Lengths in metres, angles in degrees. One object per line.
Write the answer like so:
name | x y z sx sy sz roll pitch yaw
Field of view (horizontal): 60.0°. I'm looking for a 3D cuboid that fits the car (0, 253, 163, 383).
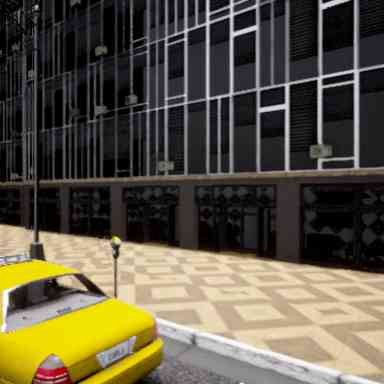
car | -2.612 1.529 4.584 4.829 1.417 1.752 0 0 36
